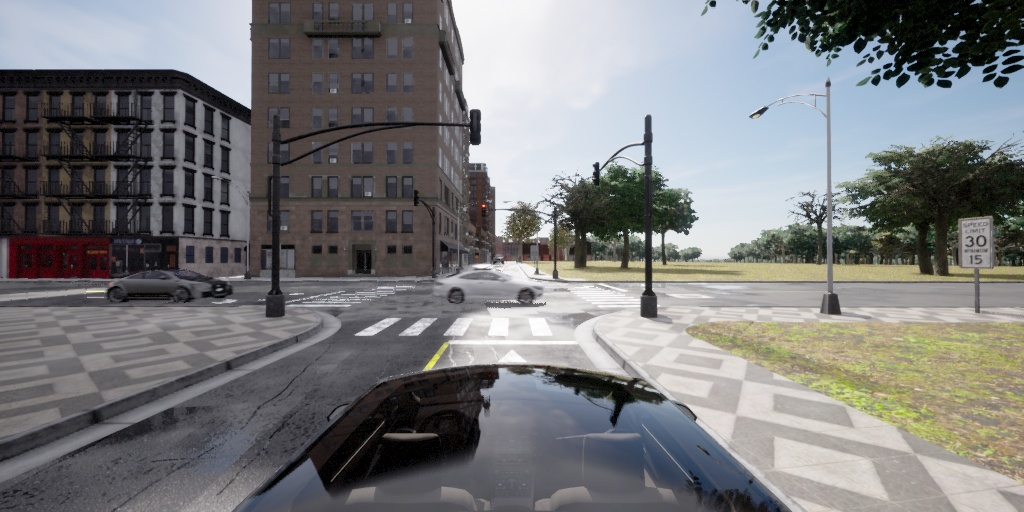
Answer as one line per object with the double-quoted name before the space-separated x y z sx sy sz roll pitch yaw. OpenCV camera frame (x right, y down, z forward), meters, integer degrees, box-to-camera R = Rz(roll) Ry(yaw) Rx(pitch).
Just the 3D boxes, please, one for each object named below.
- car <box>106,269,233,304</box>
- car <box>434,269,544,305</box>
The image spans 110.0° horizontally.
"car" -14.606 1.269 15.437 4.181 1.385 1.994 0 -1 0
"car" -0.987 1.290 15.432 4.674 1.442 1.812 0 0 0
